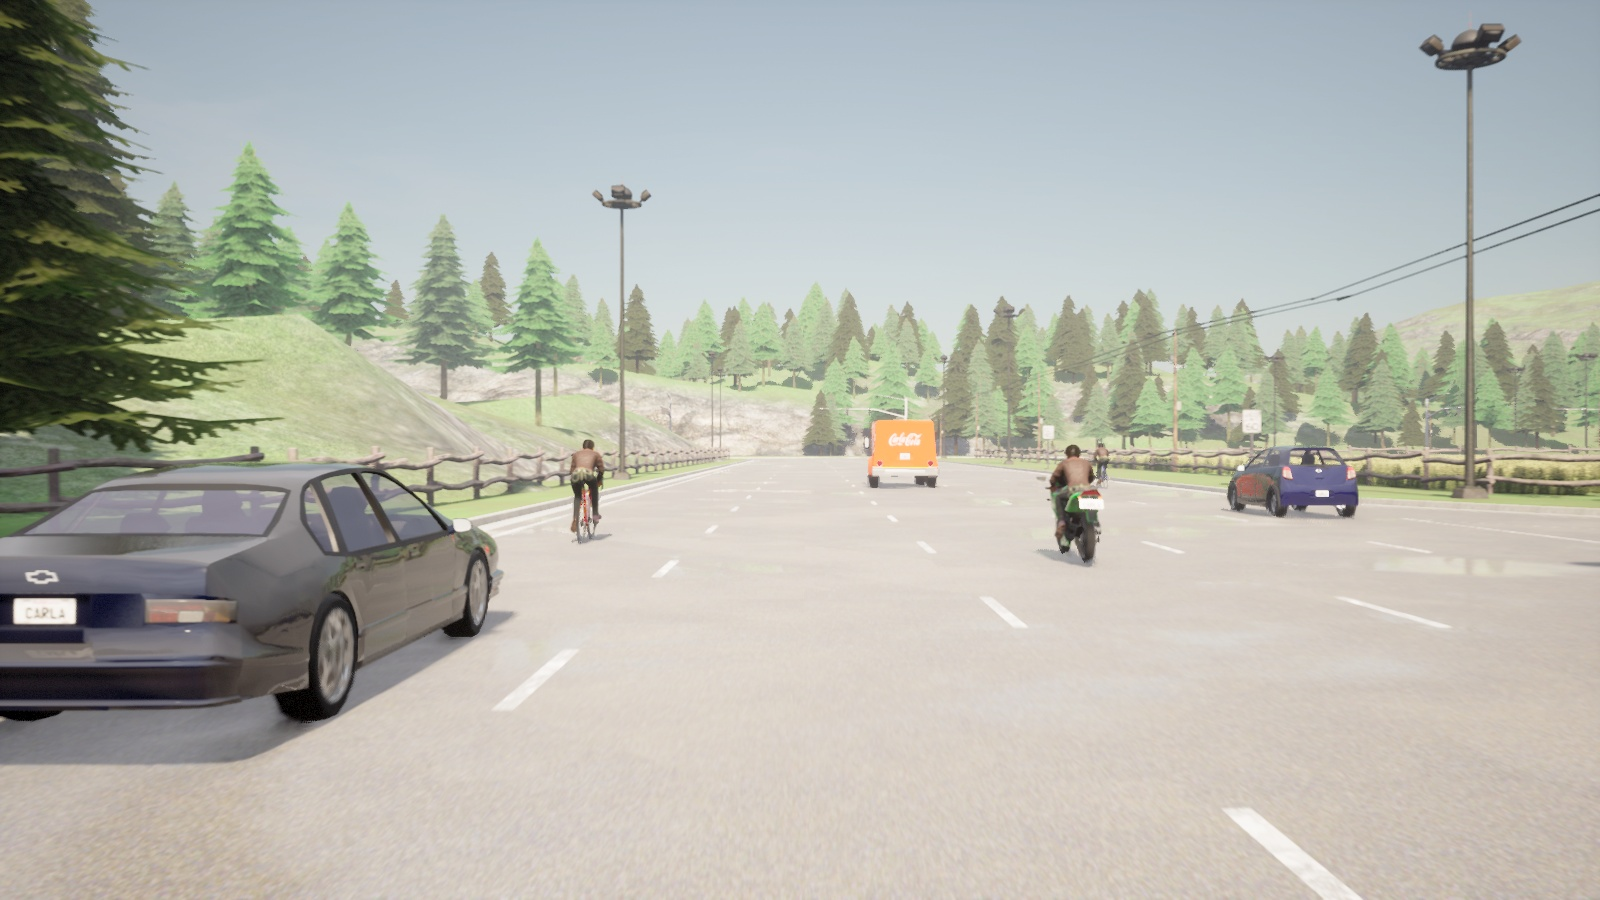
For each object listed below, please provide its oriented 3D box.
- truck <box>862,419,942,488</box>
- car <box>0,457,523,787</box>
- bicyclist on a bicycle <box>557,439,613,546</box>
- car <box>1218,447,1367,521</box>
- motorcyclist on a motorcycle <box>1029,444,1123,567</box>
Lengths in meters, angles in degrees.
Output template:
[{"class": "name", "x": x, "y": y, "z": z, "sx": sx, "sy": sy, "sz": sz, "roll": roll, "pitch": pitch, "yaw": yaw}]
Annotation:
[{"class": "truck", "x": 3.791, "y": 0.136, "z": 47.738, "sx": 2.627, "sy": 2.467, "sz": 5.204, "roll": 0, "pitch": 0, "yaw": 0}, {"class": "car", "x": -3.438, "y": 0.770, "z": 8.214, "sx": 2.033, "sy": 1.411, "sz": 5.357, "roll": 0, "pitch": 0, "yaw": 0}, {"class": "bicyclist on a bicycle", "x": -3.371, "y": 0.646, "z": 19.812, "sx": 0.582, "sy": 1.620, "sz": 1.656, "roll": 0, "pitch": 0, "yaw": 0}, {"class": "car", "x": 10.673, "y": 0.700, "z": 27.488, "sx": 1.845, "sy": 1.501, "sz": 3.633, "roll": 0, "pitch": 0, "yaw": 0}, {"class": "motorcyclist on a motorcycle", "x": 3.611, "y": 0.689, "z": 16.583, "sx": 0.797, "sy": 1.523, "sz": 2.044, "roll": 0, "pitch": 0, "yaw": 0}]
